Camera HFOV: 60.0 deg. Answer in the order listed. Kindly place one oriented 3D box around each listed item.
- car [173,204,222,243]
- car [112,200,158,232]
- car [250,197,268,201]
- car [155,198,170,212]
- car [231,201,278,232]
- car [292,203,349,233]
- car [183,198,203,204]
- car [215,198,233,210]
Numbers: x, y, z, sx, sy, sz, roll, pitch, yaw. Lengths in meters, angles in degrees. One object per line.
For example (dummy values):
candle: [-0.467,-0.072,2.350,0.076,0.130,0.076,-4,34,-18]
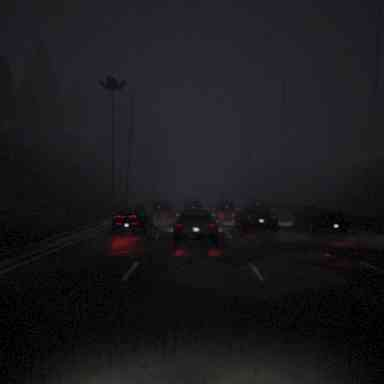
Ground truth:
car: [0.171,1.495,15.547,1.994,1.385,4.181,0,0,0]
car: [-3.330,1.420,19.323,1.837,1.490,4.892,0,0,0]
car: [7.107,1.348,35.697,1.837,1.490,4.892,0,0,0]
car: [-3.412,1.365,36.696,1.812,1.442,4.674,0,0,0]
car: [3.669,1.478,19.556,1.994,1.385,4.181,0,0,0]
car: [7.170,1.421,18.970,1.837,1.490,4.892,0,0,0]
car: [0.108,1.335,35.575,2.128,1.511,4.902,0,0,0]
car: [3.588,1.364,36.693,1.812,1.442,4.674,0,0,0]
